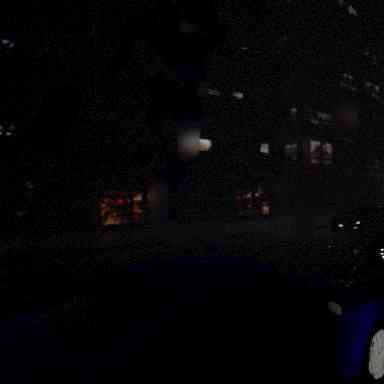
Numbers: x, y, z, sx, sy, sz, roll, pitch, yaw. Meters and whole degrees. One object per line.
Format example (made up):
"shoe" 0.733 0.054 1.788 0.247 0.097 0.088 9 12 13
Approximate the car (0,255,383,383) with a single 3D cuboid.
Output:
"car" 0.349 1.477 3.690 5.008 1.535 1.882 0 0 -36

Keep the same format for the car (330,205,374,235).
"car" 9.697 1.500 18.754 4.892 1.490 1.837 0 0 -37

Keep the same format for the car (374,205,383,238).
"car" 10.791 1.347 15.523 4.553 1.767 2.097 0 0 -37
